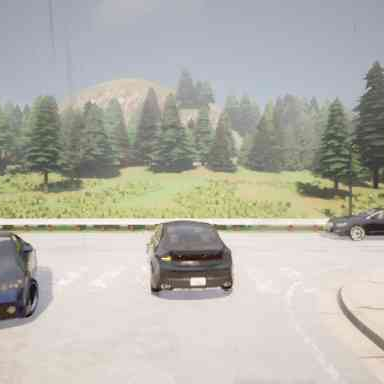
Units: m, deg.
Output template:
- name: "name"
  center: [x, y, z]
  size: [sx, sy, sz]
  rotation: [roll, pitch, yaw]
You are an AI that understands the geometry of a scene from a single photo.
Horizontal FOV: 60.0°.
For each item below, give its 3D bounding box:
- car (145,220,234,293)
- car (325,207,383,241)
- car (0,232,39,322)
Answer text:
- name: "car"
  center: [-0.235, 1.506, 8.962]
  size: [1.837, 1.490, 4.892]
  rotation: [0, 0, -8]
- name: "car"
  center: [9.011, 1.491, 16.006]
  size: [4.902, 1.511, 2.128]
  rotation: [0, 0, 0]
- name: "car"
  center: [-4.315, 1.564, 6.842]
  size: [1.994, 1.385, 4.181]
  rotation: [0, 0, -23]
